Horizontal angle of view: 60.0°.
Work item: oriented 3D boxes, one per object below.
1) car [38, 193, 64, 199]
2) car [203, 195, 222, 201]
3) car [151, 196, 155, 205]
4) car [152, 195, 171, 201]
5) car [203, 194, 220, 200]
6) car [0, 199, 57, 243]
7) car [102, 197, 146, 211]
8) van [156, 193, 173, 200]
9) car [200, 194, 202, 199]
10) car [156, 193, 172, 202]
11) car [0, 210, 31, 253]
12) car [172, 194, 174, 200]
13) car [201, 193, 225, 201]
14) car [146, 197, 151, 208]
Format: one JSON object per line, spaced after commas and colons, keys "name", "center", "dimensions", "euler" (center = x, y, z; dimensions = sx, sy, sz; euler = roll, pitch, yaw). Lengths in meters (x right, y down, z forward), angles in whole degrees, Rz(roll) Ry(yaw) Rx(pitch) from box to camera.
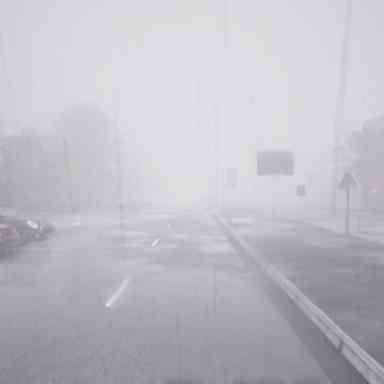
{"name": "car", "center": [-26.186, 0.975, 61.853], "dimensions": [4.553, 1.767, 2.097], "euler": [1, 3, 0]}
{"name": "car", "center": [5.400, 1.551, 87.912], "dimensions": [4.892, 1.521, 2.231], "euler": [0, 0, 0]}
{"name": "car", "center": [-8.056, 1.466, 45.226], "dimensions": [5.008, 1.535, 2.097], "euler": [0, 0, 1]}
{"name": "car", "center": [-7.699, 1.567, 85.213], "dimensions": [4.674, 1.452, 2.002], "euler": [0, 0, 1]}
{"name": "car", "center": [5.482, 1.474, 93.519], "dimensions": [4.553, 1.767, 2.185], "euler": [0, -1, 0]}
{"name": "car", "center": [-8.355, 1.327, 14.342], "dimensions": [4.553, 1.767, 2.185], "euler": [0, 0, 0]}
{"name": "car", "center": [-8.106, 1.503, 38.677], "dimensions": [4.674, 1.452, 2.002], "euler": [0, 0, 1]}
{"name": "van", "center": [-7.745, 1.369, 93.565], "dimensions": [4.442, 1.987, 1.878], "euler": [0, -1, 0]}
{"name": "car", "center": [5.330, 1.263, 82.310], "dimensions": [5.566, 2.045, 2.435], "euler": [0, 0, 0]}
{"name": "car", "center": [-7.764, 1.487, 76.859], "dimensions": [5.008, 1.535, 2.097], "euler": [0, 0, 1]}
{"name": "car", "center": [-8.310, 1.493, 11.171], "dimensions": [4.674, 1.452, 2.002], "euler": [0, 0, 0]}
{"name": "car", "center": [-7.726, 1.510, 82.427], "dimensions": [5.008, 1.535, 2.097], "euler": [0, 0, 1]}
{"name": "car", "center": [5.340, 1.502, 79.507], "dimensions": [4.892, 1.521, 2.231], "euler": [0, 0, 1]}
{"name": "car", "center": [-8.074, 1.466, 41.953], "dimensions": [4.892, 1.521, 2.231], "euler": [0, 0, 0]}
